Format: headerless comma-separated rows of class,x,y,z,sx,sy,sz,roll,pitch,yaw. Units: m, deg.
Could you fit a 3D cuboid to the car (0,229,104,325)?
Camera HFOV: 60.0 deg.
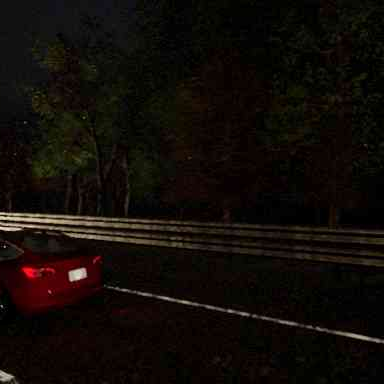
car,-4.051,1.567,7.308,4.792,1.488,2.163,-1,0,32
